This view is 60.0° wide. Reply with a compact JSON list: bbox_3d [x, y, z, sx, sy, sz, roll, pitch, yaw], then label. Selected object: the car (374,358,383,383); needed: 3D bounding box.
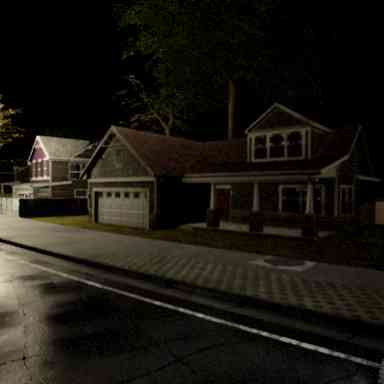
[{"bbox_3d":[3.456,1.374,1.655,4.553,1.767,2.097,1,0,35],"label":"car"}]
